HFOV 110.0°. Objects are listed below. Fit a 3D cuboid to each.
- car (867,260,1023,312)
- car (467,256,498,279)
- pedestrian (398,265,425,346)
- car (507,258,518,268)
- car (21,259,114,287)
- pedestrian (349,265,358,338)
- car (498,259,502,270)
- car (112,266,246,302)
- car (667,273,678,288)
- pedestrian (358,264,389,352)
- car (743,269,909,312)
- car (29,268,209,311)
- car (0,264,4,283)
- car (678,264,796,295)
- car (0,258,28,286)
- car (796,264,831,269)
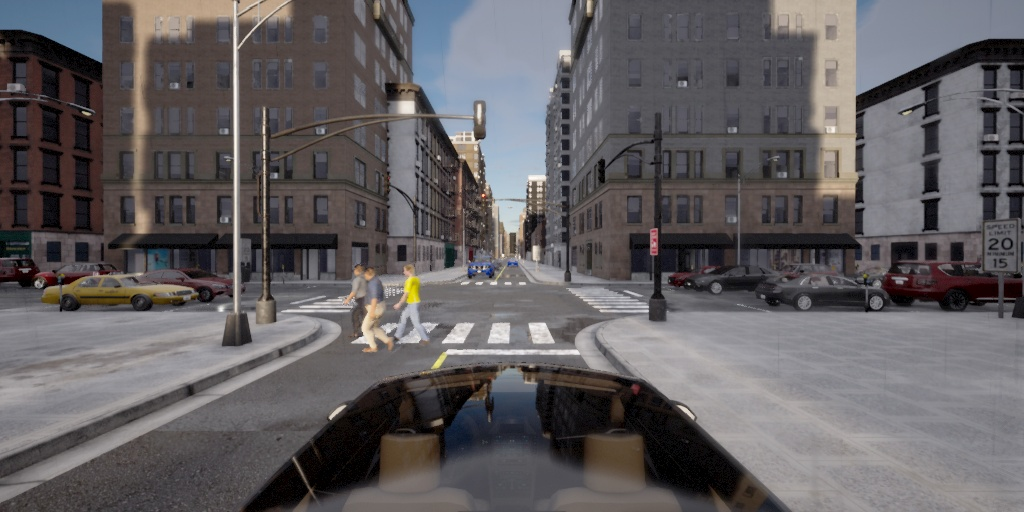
[{"bbox_3d":[17.194,1.090,13.695,5.009,1.841,2.192,0,0,0],"label":"car"},{"bbox_3d":[-2.791,0.976,33.448,2.150,2.045,5.566,0,0,0],"label":"car"},{"bbox_3d":[-2.225,1.043,7.945,0.375,1.860,0.375,0,0,0],"label":"pedestrian"},{"bbox_3d":[0.110,1.245,63.210,1.882,1.535,5.008,0,0,0],"label":"car"},{"bbox_3d":[-26.363,1.166,21.835,4.097,1.591,1.967,0,0,0],"label":"car"},{"bbox_3d":[-3.545,1.044,8.547,0.375,1.860,0.375,0,0,0],"label":"pedestrian"},{"bbox_3d":[-2.737,1.323,47.845,1.994,1.385,4.181,0,0,2],"label":"car"},{"bbox_3d":[-14.784,1.281,16.294,4.674,1.442,1.812,0,0,0],"label":"car"},{"bbox_3d":[11.806,1.280,21.734,4.507,1.381,1.888,0,0,0],"label":"car"},{"bbox_3d":[-2.827,1.043,7.339,0.375,1.860,0.375,0,0,0],"label":"pedestrian"},{"bbox_3d":[11.785,1.325,13.709,4.403,1.370,2.007,0,0,0],"label":"car"},{"bbox_3d":[-14.891,1.293,13.780,4.829,1.417,1.751,0,0,0],"label":"car"},{"bbox_3d":[-27.237,1.241,16.347,4.902,1.511,2.128,0,0,0],"label":"car"},{"bbox_3d":[11.910,1.252,19.191,4.892,1.490,1.837,0,0,0],"label":"car"},{"bbox_3d":[-32.025,1.040,21.850,5.009,1.841,2.192,0,0,0],"label":"car"},{"bbox_3d":[17.215,1.176,21.720,4.097,1.591,1.967,0,0,0],"label":"car"}]
